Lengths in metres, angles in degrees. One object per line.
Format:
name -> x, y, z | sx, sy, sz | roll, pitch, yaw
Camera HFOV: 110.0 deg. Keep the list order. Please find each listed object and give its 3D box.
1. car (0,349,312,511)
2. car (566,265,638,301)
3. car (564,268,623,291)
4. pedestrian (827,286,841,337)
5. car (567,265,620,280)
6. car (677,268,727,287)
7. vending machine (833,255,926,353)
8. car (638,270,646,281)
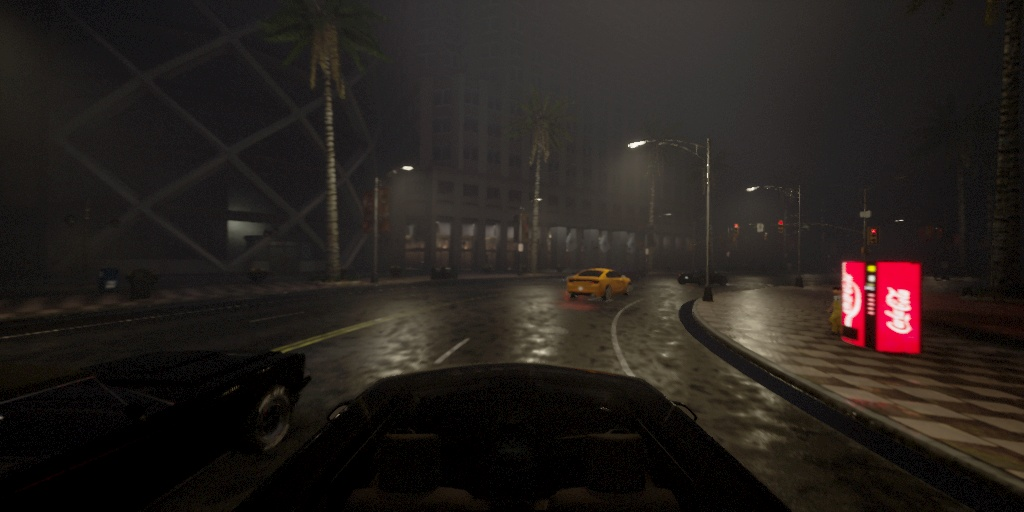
car -> -3.342, 1.313, 2.140 | 1.895, 1.301, 4.718 | 1, 0, 1
car -> 4.704, 1.396, 18.819 | 1.882, 1.535, 5.008 | 0, -1, 37
car -> 5.797, 1.569, 24.969 | 1.895, 1.301, 4.718 | 0, -1, 43
pedestrian -> 8.021, 1.313, 8.713 | 0.375, 1.300, 0.375 | 1, 0, 15
car -> 8.286, 1.618, 36.357 | 5.357, 1.411, 2.033 | 1, 0, -33
car -> 15.283, 1.673, 28.743 | 4.181, 1.385, 1.994 | 1, 0, -29
vending machine -> 8.090, 1.082, 7.920 | 1.100, 2.100, 0.880 | 0, 0, 14
car -> 10.171, 1.622, 33.417 | 5.357, 1.411, 2.033 | 1, 0, -33
